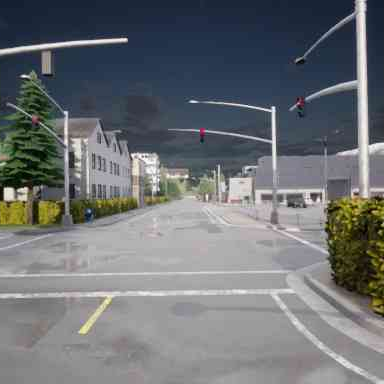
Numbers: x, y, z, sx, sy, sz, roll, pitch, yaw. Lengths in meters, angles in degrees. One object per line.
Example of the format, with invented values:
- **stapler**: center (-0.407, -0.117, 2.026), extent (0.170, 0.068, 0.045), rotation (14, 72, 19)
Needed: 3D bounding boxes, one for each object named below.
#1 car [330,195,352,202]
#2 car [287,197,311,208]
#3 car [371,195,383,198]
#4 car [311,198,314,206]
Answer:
- **car**: center (25.484, 1.398, 56.548), extent (2.152, 1.636, 5.027), rotation (-1, -1, 0)
- **car**: center (15.425, 1.629, 49.149), extent (2.007, 1.523, 4.514), rotation (-1, -1, 0)
- **car**: center (19.117, 1.183, 31.282), extent (1.905, 1.878, 3.866), rotation (-1, -1, 0)
- **car**: center (19.070, 1.573, 56.208), extent (1.970, 1.475, 3.806), rotation (-1, -1, 0)
